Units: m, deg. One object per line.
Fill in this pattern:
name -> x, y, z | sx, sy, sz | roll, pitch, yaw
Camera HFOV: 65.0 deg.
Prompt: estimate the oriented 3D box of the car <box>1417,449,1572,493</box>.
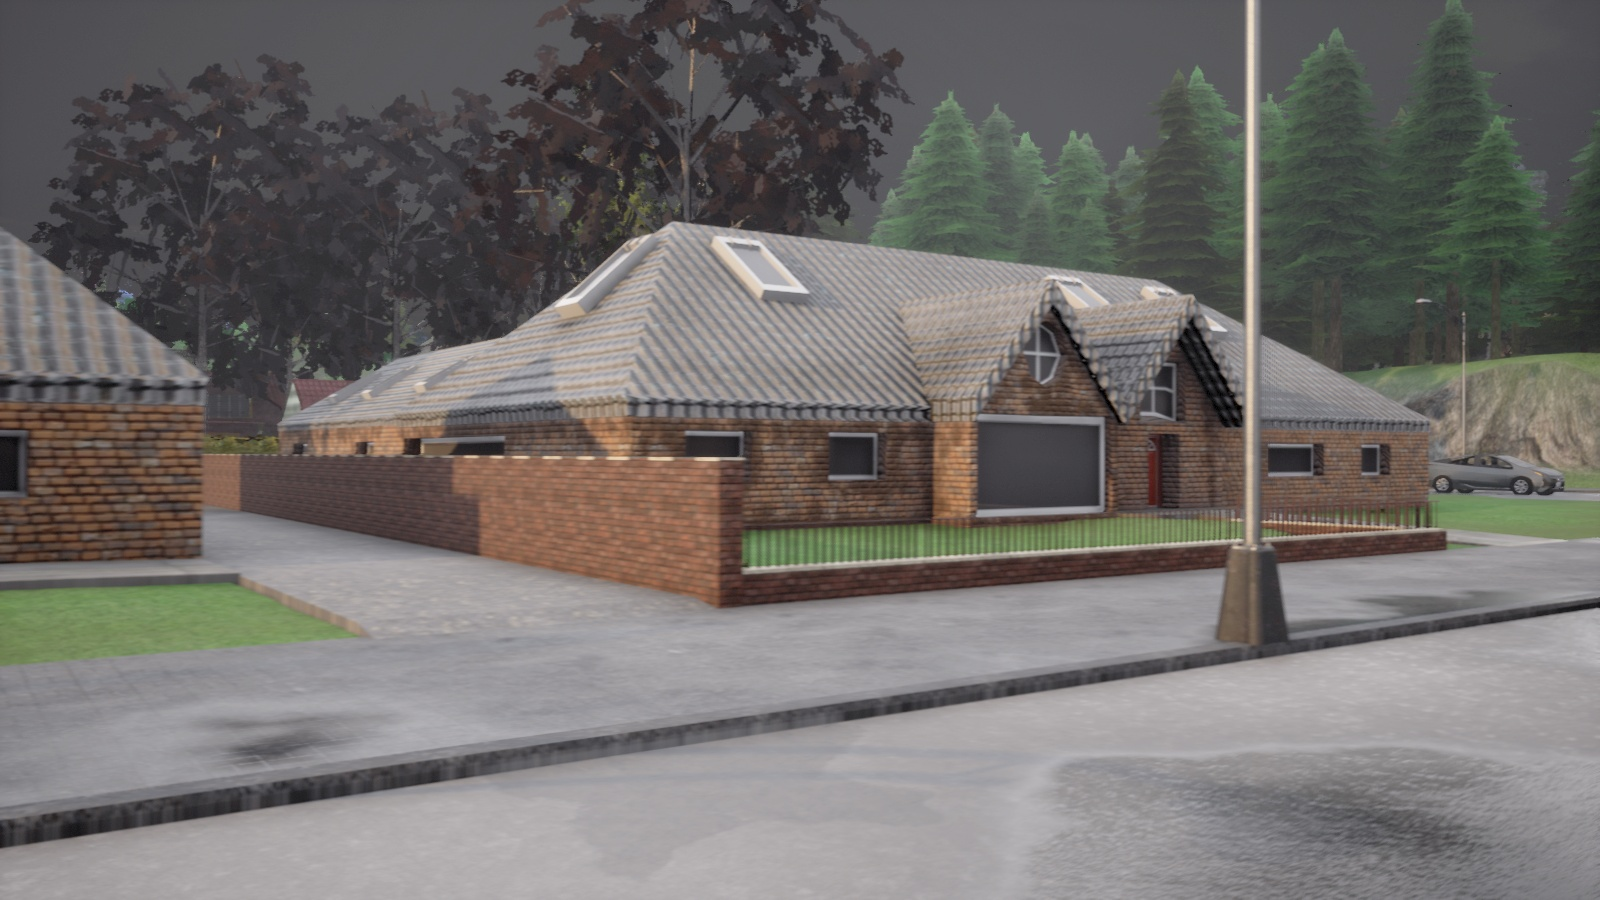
car -> 25.307, 0.751, 45.912 | 2.007, 1.525, 4.514 | 0, 0, -35
